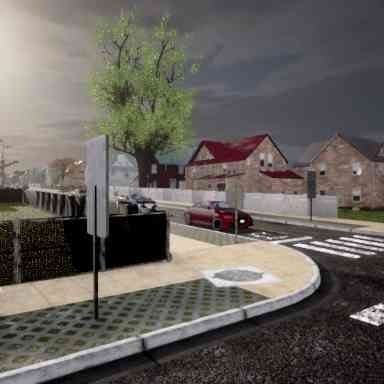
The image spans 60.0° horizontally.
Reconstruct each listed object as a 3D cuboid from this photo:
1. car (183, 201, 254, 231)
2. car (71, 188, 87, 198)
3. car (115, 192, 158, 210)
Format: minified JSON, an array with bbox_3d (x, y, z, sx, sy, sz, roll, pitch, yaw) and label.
[{"bbox_3d":[1.311,1.184,17.794,1.994,1.385,4.181,0,2,-35],"label":"car"},{"bbox_3d":[-12.073,0.412,36.944,1.837,1.490,4.892,0,3,-35],"label":"car"},{"bbox_3d":[-4.450,0.806,26.023,2.128,1.511,4.902,0,2,-35],"label":"car"}]
